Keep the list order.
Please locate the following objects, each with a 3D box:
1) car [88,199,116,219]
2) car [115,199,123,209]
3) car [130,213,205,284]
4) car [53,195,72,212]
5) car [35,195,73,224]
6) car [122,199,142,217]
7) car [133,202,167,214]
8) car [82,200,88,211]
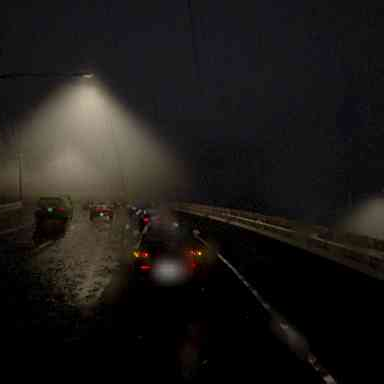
[{"bbox_3d":[-8.220,1.620,30.168,1.837,1.490,4.892,0,0,-16],"label":"car"},{"bbox_3d":[-10.017,1.675,44.934,1.837,1.490,4.892,0,0,-23],"label":"car"},{"bbox_3d":[-0.731,1.561,9.597,1.812,1.442,4.674,0,0,-5],"label":"car"},{"bbox_3d":[-16.778,1.393,42.968,2.150,2.045,5.566,0,0,-24],"label":"car"},{"bbox_3d":[-10.616,1.327,25.866,2.150,2.045,5.566,0,0,-15],"label":"car"},{"bbox_3d":[-5.487,1.649,33.057,1.812,1.442,4.674,0,-1,-18],"label":"car"},{"bbox_3d":[-2.536,1.626,21.496,2.033,1.411,5.357,0,0,-12],"label":"car"},{"bbox_3d":[-13.161,1.731,43.411,1.994,1.385,4.181,0,0,-24],"label":"car"}]
